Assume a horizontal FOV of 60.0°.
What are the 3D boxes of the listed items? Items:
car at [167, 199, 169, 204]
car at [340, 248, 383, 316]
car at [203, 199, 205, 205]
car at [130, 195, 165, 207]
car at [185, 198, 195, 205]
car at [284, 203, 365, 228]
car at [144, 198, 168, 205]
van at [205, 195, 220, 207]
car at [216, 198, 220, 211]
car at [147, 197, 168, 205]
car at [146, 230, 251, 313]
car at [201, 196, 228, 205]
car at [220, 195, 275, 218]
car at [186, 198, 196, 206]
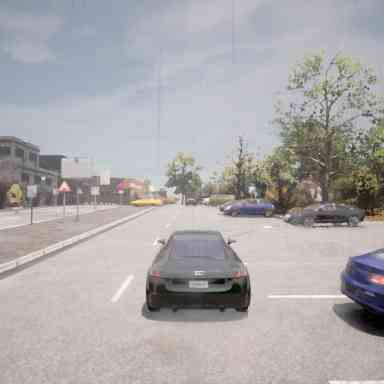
[{"bbox_3d":[-7.443,1.706,66.825,5.566,2.045,2.435,0,-2,-1],"label":"car"},{"bbox_3d":[5.084,1.525,5.831,4.674,1.452,2.002,0,0,0],"label":"car"},{"bbox_3d":[5.072,1.721,56.925,5.366,1.575,1.946,0,-1,0],"label":"car"},{"bbox_3d":[-7.547,1.677,54.674,5.366,1.575,1.946,0,-1,0],"label":"car"},{"bbox_3d":[-0.365,2.202,74.544,1.882,1.535,5.008,0,-2,2],"label":"car"},{"bbox_3d":[8.244,1.422,20.783,4.902,1.511,2.128,0,-3,-8],"label":"car"},{"bbox_3d":[-7.505,2.047,69.733,5.008,1.535,2.097,0,-2,-1],"label":"car"},{"bbox_3d":[4.794,1.448,54.133,4.442,1.987,1.878,0,-1,0],"label":"van"},{"bbox_3d":[5.055,1.552,33.337,4.674,1.452,2.002,0,0,0],"label":"car"},{"bbox_3d":[-7.518,2.016,72.771,4.553,1.767,2.185,0,-2,-1],"label":"car"},{"bbox_3d":[0.109,1.571,7.779,1.994,1.385,4.181,0,0,0],"label":"car"},{"bbox_3d":[4.718,1.831,70.765,5.566,2.045,2.435,0,-2,-1],"label":"car"},{"bbox_3d":[5.127,1.382,30.167,4.553,1.767,2.185,0,0,0],"label":"car"},{"bbox_3d":[-0.152,1.901,62.887,1.812,1.442,4.674,0,-2,-1],"label":"car"}]
